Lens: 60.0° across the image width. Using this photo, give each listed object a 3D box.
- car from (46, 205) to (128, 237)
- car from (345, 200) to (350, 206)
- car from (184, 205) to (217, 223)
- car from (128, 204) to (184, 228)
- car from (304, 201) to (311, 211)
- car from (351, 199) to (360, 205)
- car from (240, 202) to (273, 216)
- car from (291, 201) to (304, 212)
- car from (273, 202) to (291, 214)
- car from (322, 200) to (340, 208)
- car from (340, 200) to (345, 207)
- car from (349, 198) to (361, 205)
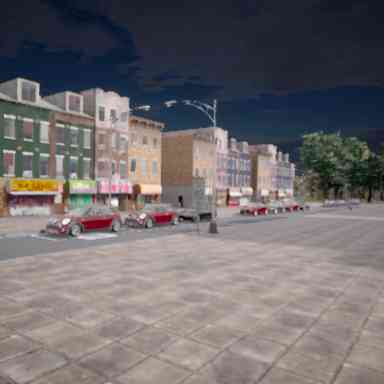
[{"bbox_3d":[-5.881,1.476,18.321,1.967,1.590,4.097,1,0,36],"label":"car"},{"bbox_3d":[32.040,2.398,71.372,1.802,1.307,4.206,1,0,36],"label":"car"},{"bbox_3d":[0.437,1.725,27.162,1.947,1.339,4.313,1,0,36],"label":"car"},{"bbox_3d":[-2.721,1.537,22.742,1.967,1.590,4.097,1,0,36],"label":"car"},{"bbox_3d":[16.239,2.047,49.267,1.947,1.339,4.313,1,0,36],"label":"car"},{"bbox_3d":[38.361,2.518,80.214,1.947,1.339,4.313,1,0,36],"label":"car"},{"bbox_3d":[6.758,1.831,36.004,1.887,1.381,4.507,1,0,36],"label":"car"},{"bbox_3d":[13.079,1.961,44.846,1.887,1.381,4.507,1,0,36],"label":"car"},{"bbox_3d":[9.918,1.902,40.425,2.008,1.369,4.403,1,0,36],"label":"car"},{"bbox_3d":[25.720,2.231,62.530,2.008,1.369,4.403,1,0,36],"label":"car"},{"bbox_3d":[28.880,2.313,66.951,1.947,1.339,4.313,1,0,36],"label":"car"},{"bbox_3d":[41.523,2.460,84.636,1.967,1.590,4.097,1,0,36],"label":"car"}]
